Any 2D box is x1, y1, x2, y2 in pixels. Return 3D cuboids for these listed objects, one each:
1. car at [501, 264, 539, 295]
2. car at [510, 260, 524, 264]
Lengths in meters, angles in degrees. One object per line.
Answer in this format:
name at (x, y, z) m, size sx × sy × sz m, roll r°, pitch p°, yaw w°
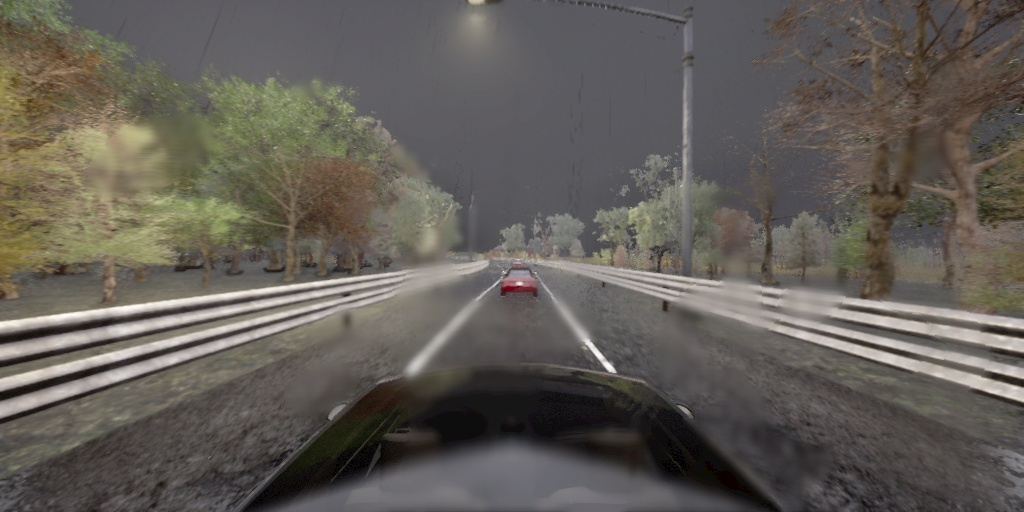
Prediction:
car at (0.439, 1.339, 19.852) m, size 1.994 × 1.385 × 4.181 m, roll 0°, pitch 0°, yaw 2°
car at (0.669, 1.316, 48.430) m, size 1.812 × 1.442 × 4.674 m, roll 1°, pitch 0°, yaw -2°
